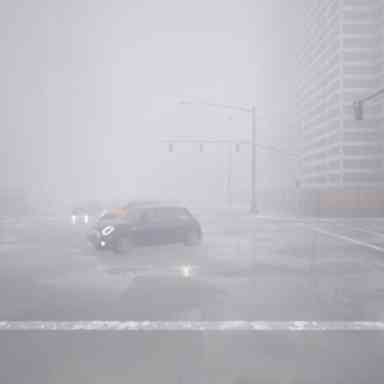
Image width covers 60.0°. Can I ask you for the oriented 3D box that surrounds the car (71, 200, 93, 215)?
[{"bbox_3d":[-10.536,1.539,34.392,2.033,1.411,5.357,0,0,4],"label":"car"}]

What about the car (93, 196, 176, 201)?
[{"bbox_3d":[-3.519,1.346,21.073,4.553,1.767,2.097,0,0,0],"label":"car"}]

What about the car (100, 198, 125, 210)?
[{"bbox_3d":[-10.548,1.536,44.630,2.033,1.411,5.357,0,0,0],"label":"car"}]

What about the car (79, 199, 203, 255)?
[{"bbox_3d":[-1.859,1.349,13.425,4.553,1.767,2.097,0,0,-34],"label":"car"}]

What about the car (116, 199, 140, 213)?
[{"bbox_3d":[-7.054,1.516,37.095,1.812,1.442,4.674,0,0,0],"label":"car"}]

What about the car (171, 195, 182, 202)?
[{"bbox_3d":[-3.428,1.336,74.570,2.128,1.511,4.902,0,0,0],"label":"car"}]

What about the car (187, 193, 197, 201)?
[{"bbox_3d":[0.072,1.166,74.536,2.097,1.767,4.553,0,0,0],"label":"car"}]

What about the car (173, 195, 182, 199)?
[{"bbox_3d":[-3.438,1.476,64.285,2.128,1.511,4.902,0,0,0],"label":"car"}]

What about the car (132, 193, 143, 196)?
[{"bbox_3d":[-10.492,1.491,62.623,1.837,1.490,4.892,0,0,1],"label":"car"}]

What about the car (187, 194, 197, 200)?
[{"bbox_3d":[0.062,1.532,64.282,2.033,1.411,5.357,0,0,0],"label":"car"}]

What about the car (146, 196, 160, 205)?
[{"bbox_3d":[-6.990,1.491,60.199,1.837,1.490,4.892,0,0,0],"label":"car"}]
